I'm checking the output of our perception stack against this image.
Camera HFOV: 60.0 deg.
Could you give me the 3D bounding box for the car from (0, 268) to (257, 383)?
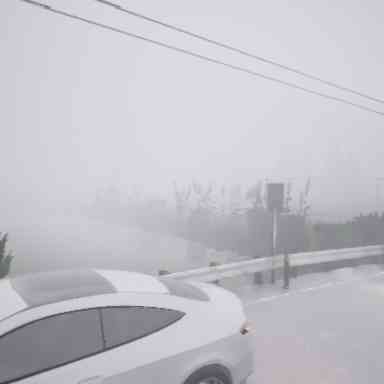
[{"bbox_3d":[-1.445,1.525,2.911,4.674,1.442,1.812,0,0,-35],"label":"car"}]
